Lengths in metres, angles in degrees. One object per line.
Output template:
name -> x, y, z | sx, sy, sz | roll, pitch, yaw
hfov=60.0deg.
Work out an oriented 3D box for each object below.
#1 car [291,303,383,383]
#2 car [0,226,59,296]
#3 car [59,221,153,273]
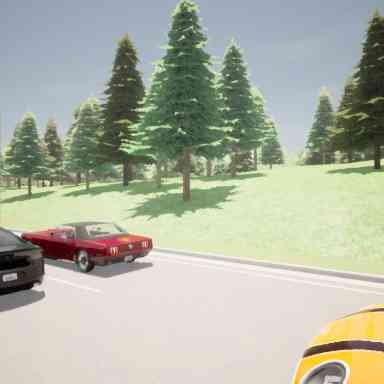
car -> 2.905, 1.352, 1.914 | 4.553, 1.767, 2.097 | 0, 0, 36
car -> -5.480, 1.478, 7.805 | 5.008, 1.535, 1.882 | 0, 0, 36
car -> -3.592, 1.601, 10.760 | 4.718, 1.301, 1.895 | 0, 0, 36
